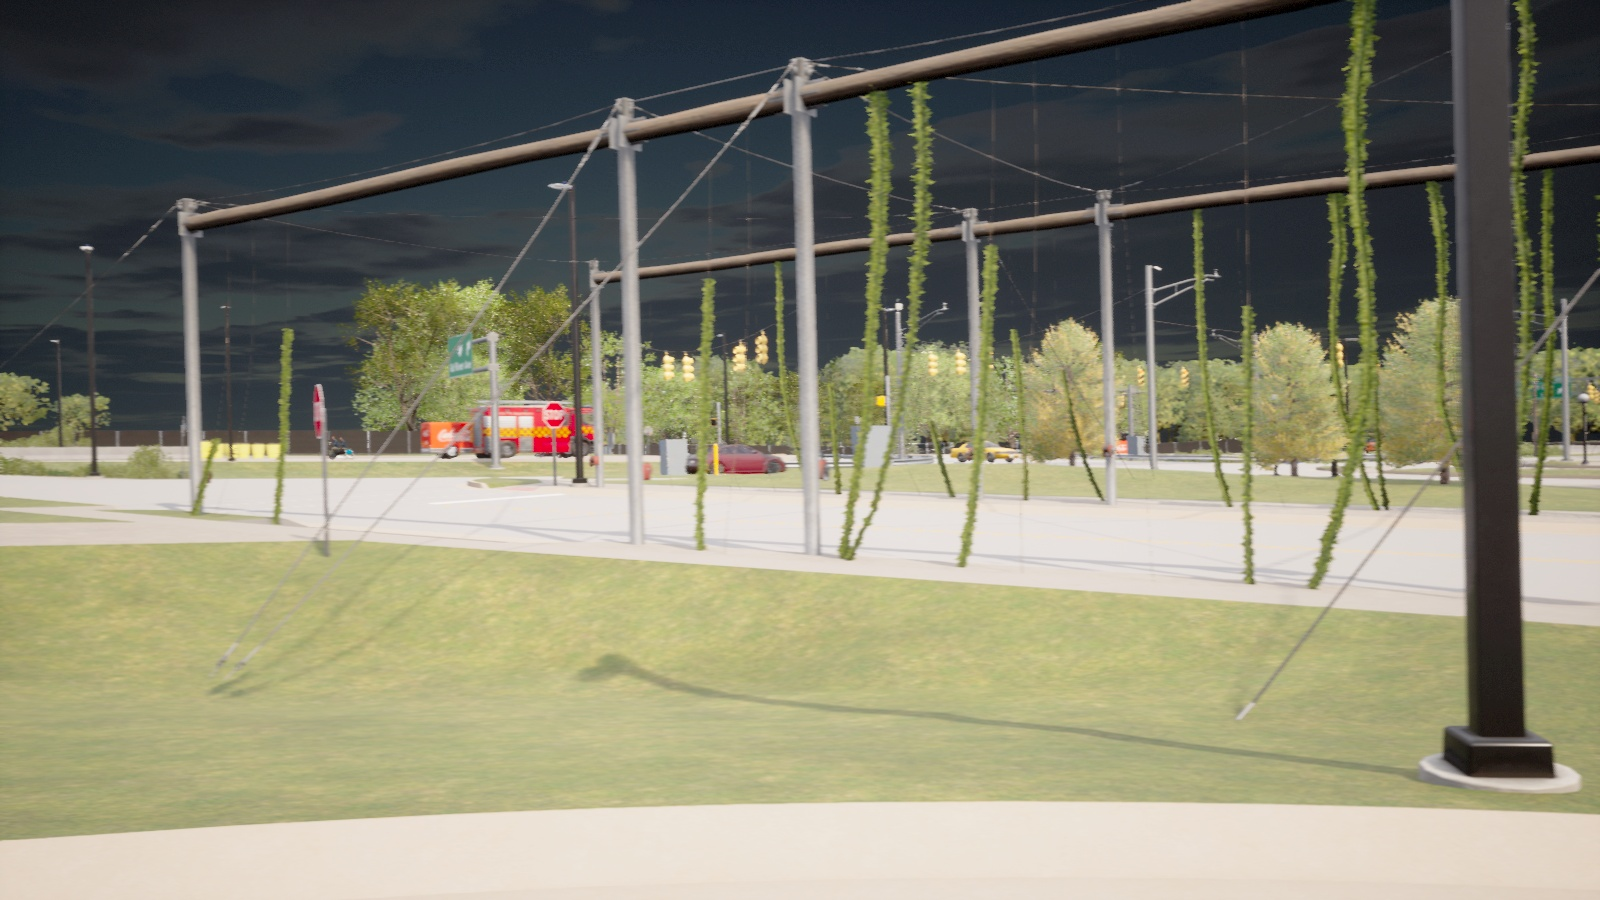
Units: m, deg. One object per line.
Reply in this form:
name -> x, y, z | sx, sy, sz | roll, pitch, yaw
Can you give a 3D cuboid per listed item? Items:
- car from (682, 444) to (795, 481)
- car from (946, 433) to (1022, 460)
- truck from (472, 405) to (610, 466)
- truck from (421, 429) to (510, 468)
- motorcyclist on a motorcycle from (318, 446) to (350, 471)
car -> -2.546, 0.514, 51.878 | 4.181, 1.385, 1.994 | -1, 0, -32
car -> 12.057, -0.206, 82.645 | 1.801, 1.575, 5.366 | -2, 0, -32
truck -> -17.217, -0.971, 83.710 | 8.468, 3.827, 2.891 | -2, 0, -31
truck -> -22.502, -0.133, 84.593 | 5.204, 2.467, 2.627 | -2, 0, -31
motorcyclist on a motorcycle -> -30.977, 0.557, 83.557 | 1.817, 1.590, 0.866 | -2, 0, -31
